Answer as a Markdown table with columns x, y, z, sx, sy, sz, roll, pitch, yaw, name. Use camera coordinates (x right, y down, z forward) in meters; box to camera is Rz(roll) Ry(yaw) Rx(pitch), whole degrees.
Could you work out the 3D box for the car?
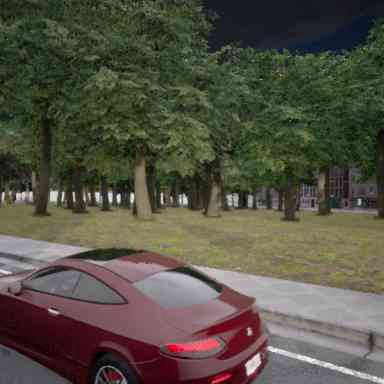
| x | y | z | sx | sy | sz | roll | pitch | yaw | name |
| --- | --- | --- | --- | --- | --- | --- | --- | --- | --- |
| -1.267 | 1.525 | 4.602 | 4.674 | 1.442 | 1.812 | -1 | 0 | 36 | car |
